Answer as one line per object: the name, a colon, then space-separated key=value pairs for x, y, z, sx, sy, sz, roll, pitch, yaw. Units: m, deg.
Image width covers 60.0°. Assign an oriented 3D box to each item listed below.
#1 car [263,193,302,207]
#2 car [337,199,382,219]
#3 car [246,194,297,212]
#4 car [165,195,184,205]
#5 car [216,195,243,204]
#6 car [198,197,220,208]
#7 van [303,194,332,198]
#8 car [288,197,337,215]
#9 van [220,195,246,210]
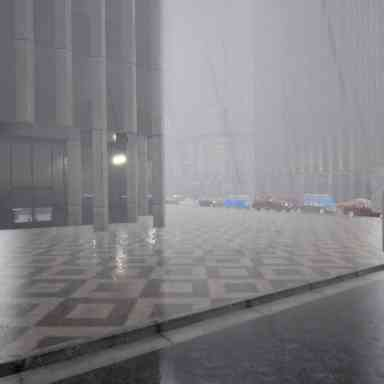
car: x=12.811 y=1.131 z=47.321 sx=2.192 sy=1.841 sz=5.009 roll=-1 pitch=1 yaw=-36
car: x=15.509 y=1.567 z=28.890 sx=1.887 sy=1.381 sz=4.507 roll=-1 pitch=1 yaw=-36
car: x=9.078 y=1.291 z=37.876 sx=2.192 sy=1.841 sz=5.009 roll=-1 pitch=1 yaw=-36
car: x=-3.777 y=1.440 z=55.855 sx=2.008 sy=1.369 sz=4.403 roll=-1 pitch=1 yaw=-36
car: x=6.290 y=1.297 z=56.451 sx=1.752 sy=1.417 sz=4.829 roll=-1 pitch=1 yaw=-36
car: x=2.651 y=1.372 z=46.865 sx=1.967 sy=1.590 sz=4.097 roll=-1 pitch=1 yaw=-36
van: x=16.024 y=1.179 z=42.826 sx=1.690 sy=1.788 sz=3.998 roll=-1 pitch=1 yaw=-36
car: x=12.294 y=1.550 z=33.384 sx=2.008 sy=1.369 sz=4.403 roll=-1 pitch=1 yaw=-36
van: x=5.864 y=1.295 z=42.371 sx=1.690 sy=1.788 sz=3.998 roll=-1 pitch=1 yaw=-36
